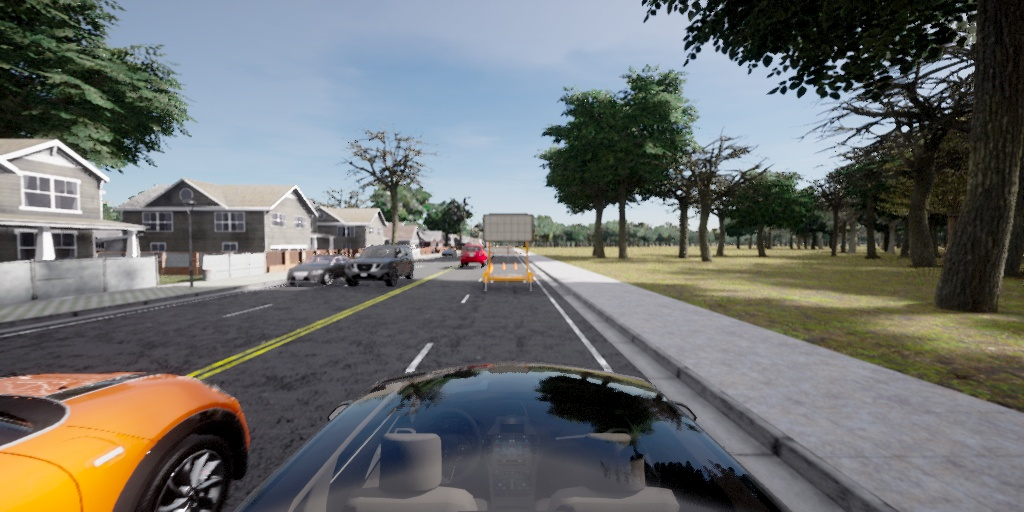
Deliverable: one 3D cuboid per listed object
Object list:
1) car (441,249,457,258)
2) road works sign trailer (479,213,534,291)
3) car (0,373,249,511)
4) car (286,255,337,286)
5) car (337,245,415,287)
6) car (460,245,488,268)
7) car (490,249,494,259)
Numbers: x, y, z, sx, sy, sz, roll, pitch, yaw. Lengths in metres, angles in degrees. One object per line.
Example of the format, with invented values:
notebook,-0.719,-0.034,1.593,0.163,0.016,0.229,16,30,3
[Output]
car,-10.452,-0.500,59.915,2.033,1.411,5.357,0,2,0
road works sign trailer,-0.176,-0.278,17.307,2.380,3.560,2.880,0,0,-1
car,-3.142,1.129,0.967,2.097,1.767,4.553,0,2,-1
car,-10.049,0.692,19.357,2.128,1.511,4.902,0,2,-1
car,-6.799,0.428,19.107,2.150,2.045,5.566,0,2,-1
car,-3.513,-0.028,33.683,2.150,2.045,5.566,0,1,-1
car,-3.736,-0.321,53.184,1.812,1.442,4.674,0,2,-1
